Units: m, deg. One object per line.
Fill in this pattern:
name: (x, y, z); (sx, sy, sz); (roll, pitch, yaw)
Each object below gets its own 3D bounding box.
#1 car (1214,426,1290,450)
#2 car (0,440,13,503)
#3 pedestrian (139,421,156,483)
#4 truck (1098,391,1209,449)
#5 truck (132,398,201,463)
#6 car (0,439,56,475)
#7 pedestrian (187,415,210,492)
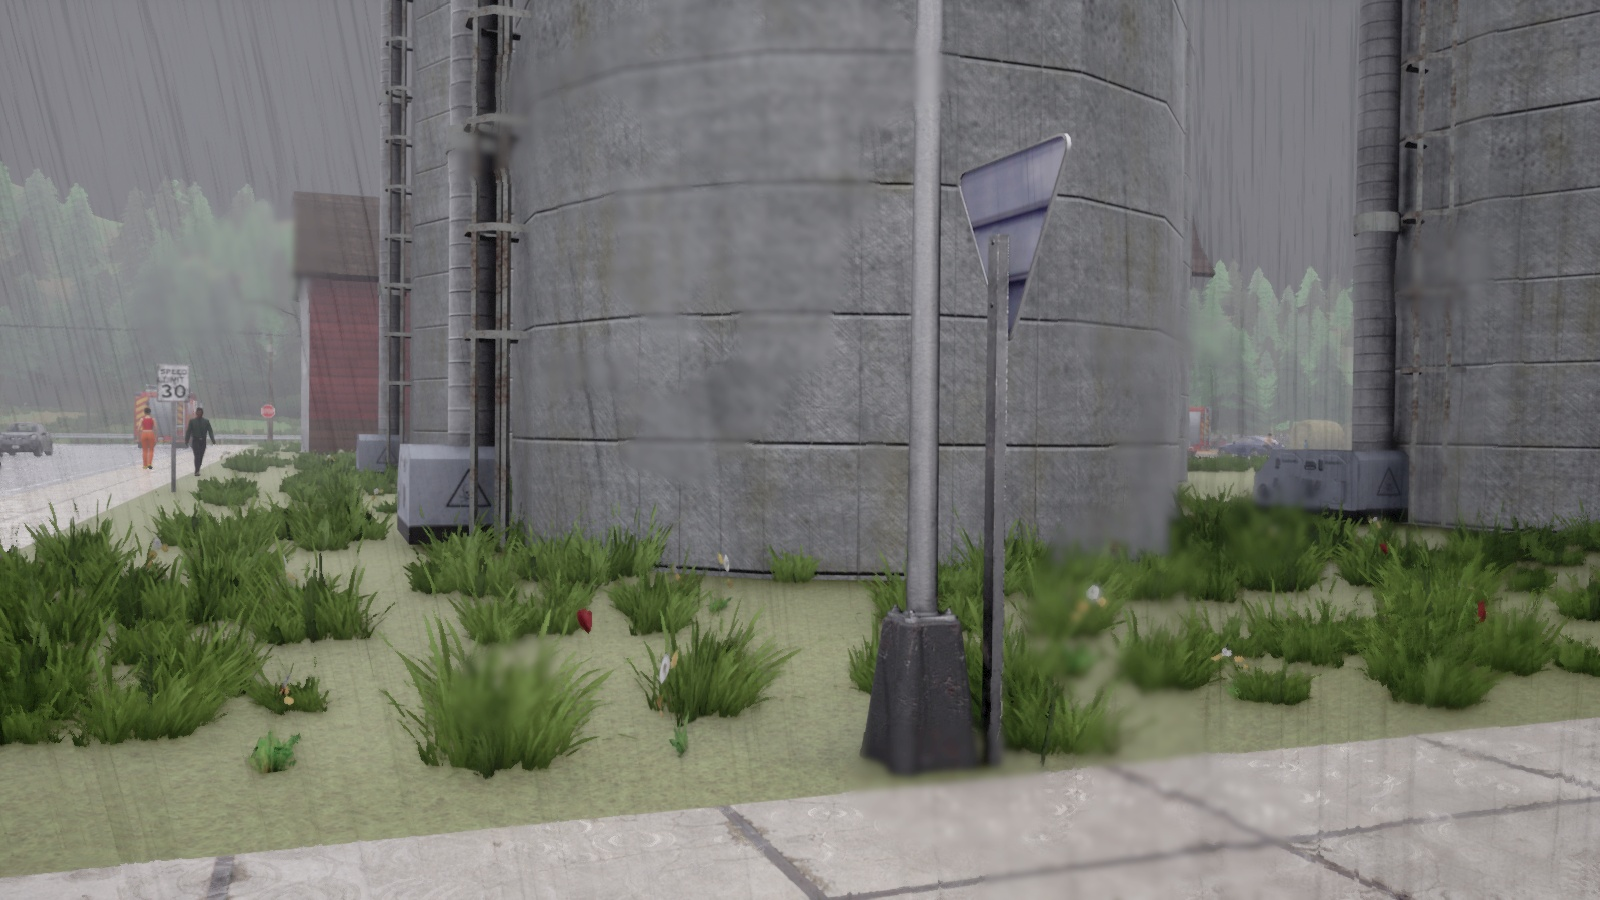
car: (28.201, -0.767, 78.468); (1.812, 1.442, 4.674); (-1, 1, -21)
car: (-19.593, 0.545, 28.429); (2.163, 1.488, 4.792); (-1, 1, -22)
pedestrian: (-19.410, 0.054, 37.364); (0.345, 1.836, 0.594); (-1, 1, -20)
truck: (24.537, -2.071, 87.621); (2.891, 3.827, 8.468); (-1, 1, -22)
truck: (-39.369, -1.217, 78.295); (2.891, 3.827, 8.468); (-1, 1, -21)
car: (-33.802, 0.284, 54.705); (1.845, 1.501, 3.633); (-1, 1, -22)
pedestrian: (-15.495, 0.091, 32.343); (0.423, 1.949, 0.788); (-1, 1, -32)
